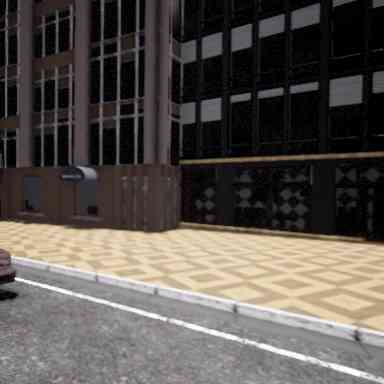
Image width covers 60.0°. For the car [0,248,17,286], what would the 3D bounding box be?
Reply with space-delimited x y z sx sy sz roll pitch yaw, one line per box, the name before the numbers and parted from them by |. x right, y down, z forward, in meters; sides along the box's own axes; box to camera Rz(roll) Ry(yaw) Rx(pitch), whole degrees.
car | -6.366 1.535 7.876 5.357 1.411 2.033 0 0 33
